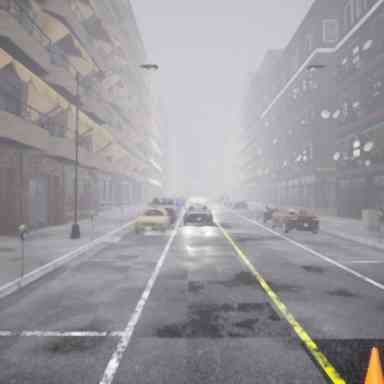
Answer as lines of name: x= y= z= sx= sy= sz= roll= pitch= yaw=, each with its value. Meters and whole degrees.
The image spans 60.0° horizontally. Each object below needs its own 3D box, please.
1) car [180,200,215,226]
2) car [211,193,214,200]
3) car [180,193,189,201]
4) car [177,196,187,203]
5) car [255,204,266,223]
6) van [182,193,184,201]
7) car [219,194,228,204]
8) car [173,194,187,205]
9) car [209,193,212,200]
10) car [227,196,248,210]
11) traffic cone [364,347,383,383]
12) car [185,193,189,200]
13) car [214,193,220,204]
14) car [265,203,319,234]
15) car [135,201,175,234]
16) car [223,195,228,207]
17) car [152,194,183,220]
car: x=0.425 y=1.515 z=23.017 sx=1.994 sy=1.385 sz=4.181 roll=0 pitch=0 yaw=0
car: x=5.893 y=1.392 z=74.287 sx=1.967 sy=1.590 sz=4.097 roll=1 pitch=0 yaw=0
car: x=-1.913 y=1.254 z=85.430 sx=2.192 sy=1.841 sz=5.009 roll=2 pitch=0 yaw=0
car: x=-1.973 y=1.484 z=68.840 sx=1.947 sy=1.339 sz=4.313 roll=2 pitch=0 yaw=0
car: x=5.763 y=1.518 z=24.508 sx=2.008 sy=1.369 sz=4.403 roll=2 pitch=0 yaw=0
van: x=-2.074 y=1.264 z=35.655 sx=1.690 sy=1.788 sz=3.998 roll=2 pitch=0 yaw=0
car: x=5.864 y=1.383 z=52.162 sx=1.967 sy=1.590 sz=4.097 roll=1 pitch=0 yaw=0
car: x=-2.002 y=1.230 z=57.777 sx=2.192 sy=1.841 sz=5.009 roll=2 pitch=0 yaw=0
car: x=5.926 y=1.548 z=85.349 sx=1.802 sy=1.307 sz=4.206 roll=1 pitch=0 yaw=0
car: x=5.818 y=1.492 z=41.100 sx=1.887 sy=1.381 sz=4.507 roll=2 pitch=0 yaw=0
traffic cone: x=1.941 y=1.952 z=3.532 sx=0.340 sy=0.580 sz=0.340 roll=0 pitch=0 yaw=0
car: x=-2.020 y=1.230 z=52.248 sx=2.192 sy=1.841 sz=5.009 roll=2 pitch=0 yaw=0
car: x=5.861 y=1.259 z=63.223 sx=2.192 sy=1.841 sz=5.009 roll=1 pitch=0 yaw=0
car: x=5.745 y=1.522 z=18.976 sx=1.887 sy=1.381 sz=4.507 roll=2 pitch=0 yaw=0
car: x=-2.135 y=1.475 z=18.895 sx=1.752 sy=1.417 sz=4.829 roll=2 pitch=0 yaw=0
car: x=5.836 y=1.489 z=46.630 sx=1.887 sy=1.381 sz=4.507 roll=2 pitch=0 yaw=0
car: x=-2.110 y=1.254 z=24.596 sx=2.192 sy=1.841 sz=5.009 roll=2 pitch=0 yaw=0
